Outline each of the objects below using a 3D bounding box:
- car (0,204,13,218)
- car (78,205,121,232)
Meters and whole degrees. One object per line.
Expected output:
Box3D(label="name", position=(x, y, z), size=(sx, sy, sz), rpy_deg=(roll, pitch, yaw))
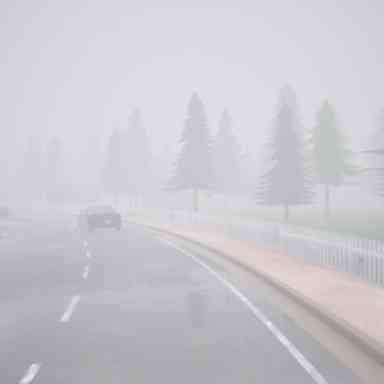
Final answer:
Box3D(label="car", position=(-19.113, 1.758, 31.607), size=(5.357, 1.411, 2.033), rpy_deg=(0, 0, 37))
Box3D(label="car", position=(-5.932, 1.571, 21.047), size=(1.882, 1.535, 5.008), rpy_deg=(0, 0, -28))
